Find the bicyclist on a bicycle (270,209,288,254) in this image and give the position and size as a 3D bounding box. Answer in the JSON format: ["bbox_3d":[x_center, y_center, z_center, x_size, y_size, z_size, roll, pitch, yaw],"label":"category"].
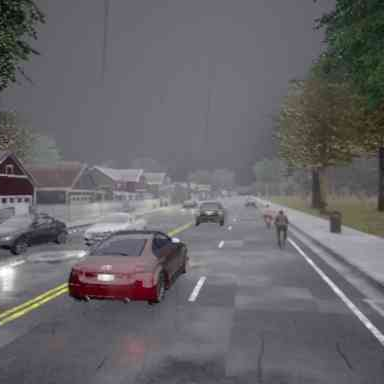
[{"bbox_3d":[3.533,1.555,13.088,0.582,1.620,1.656,-1,-1,9],"label":"bicyclist on a bicycle"}]

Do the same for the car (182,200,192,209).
[{"bbox_3d":[-0.337,2.044,54.809,1.882,1.535,5.008,-1,-1,10],"label":"car"}]

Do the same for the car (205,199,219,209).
[{"bbox_3d":[3.476,2.044,57.836,1.882,1.535,5.008,-1,-1,10],"label":"car"}]

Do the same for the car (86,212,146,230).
[{"bbox_3d":[-3.531,1.719,16.295,1.812,1.442,4.674,-1,-1,10],"label":"car"}]

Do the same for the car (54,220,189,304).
[{"bbox_3d":[-1.345,1.661,8.482,1.994,1.385,4.181,-1,-1,10],"label":"car"}]

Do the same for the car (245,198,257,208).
[{"bbox_3d":[10.574,2.052,59.733,1.812,1.442,4.674,-1,-1,10],"label":"car"}]

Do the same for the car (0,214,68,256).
[{"bbox_3d":[-7.153,1.729,14.364,1.812,1.442,4.674,-1,-1,10],"label":"car"}]

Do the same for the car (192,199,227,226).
[{"bbox_3d":[1.597,1.602,25.984,2.097,1.767,4.553,-1,-1,10],"label":"car"}]

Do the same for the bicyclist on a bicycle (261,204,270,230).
[{"bbox_3d":[4.941,1.614,21.693,0.866,1.612,1.509,-1,-1,10],"label":"bicyclist on a bicycle"}]

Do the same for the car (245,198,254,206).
[{"bbox_3d":[12.710,2.143,73.077,1.837,1.490,4.892,-1,-1,10],"label":"car"}]
